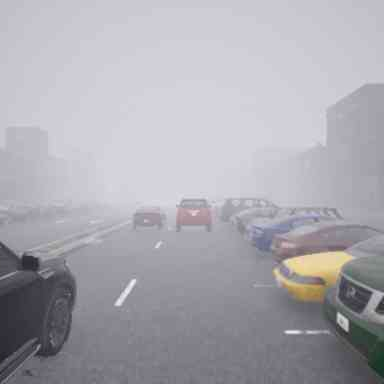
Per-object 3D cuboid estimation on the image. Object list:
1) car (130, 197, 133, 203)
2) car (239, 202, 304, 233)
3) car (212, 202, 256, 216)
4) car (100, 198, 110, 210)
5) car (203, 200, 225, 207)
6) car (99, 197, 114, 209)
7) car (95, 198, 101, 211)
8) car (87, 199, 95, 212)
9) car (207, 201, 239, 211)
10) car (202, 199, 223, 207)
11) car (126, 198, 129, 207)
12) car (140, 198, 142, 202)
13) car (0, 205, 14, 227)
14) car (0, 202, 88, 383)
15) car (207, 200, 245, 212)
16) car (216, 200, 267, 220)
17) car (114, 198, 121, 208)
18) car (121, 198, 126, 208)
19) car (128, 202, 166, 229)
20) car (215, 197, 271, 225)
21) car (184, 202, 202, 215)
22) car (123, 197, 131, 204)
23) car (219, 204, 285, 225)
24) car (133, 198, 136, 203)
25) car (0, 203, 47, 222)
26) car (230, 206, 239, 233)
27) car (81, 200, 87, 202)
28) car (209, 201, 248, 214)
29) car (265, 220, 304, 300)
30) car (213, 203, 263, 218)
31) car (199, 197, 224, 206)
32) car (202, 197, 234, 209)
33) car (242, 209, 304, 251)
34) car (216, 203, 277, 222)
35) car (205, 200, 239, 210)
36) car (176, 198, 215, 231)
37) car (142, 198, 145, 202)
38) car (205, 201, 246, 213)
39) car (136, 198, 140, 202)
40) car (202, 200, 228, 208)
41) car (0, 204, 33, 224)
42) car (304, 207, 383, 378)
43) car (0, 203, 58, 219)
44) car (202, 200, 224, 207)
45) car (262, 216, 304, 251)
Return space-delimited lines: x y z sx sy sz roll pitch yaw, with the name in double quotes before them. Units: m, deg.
"car" -15.674 2.447 71.195 4.792 1.488 2.163 0 -1 0
"car" 4.677 1.466 15.116 4.553 1.767 2.185 0 -1 0
"car" 4.652 1.904 37.206 4.674 1.452 2.002 0 -1 0
"car" -15.687 2.126 51.619 4.674 1.452 2.002 0 -1 0
"car" 4.622 2.455 70.255 4.674 1.452 2.002 0 -1 0
"car" -15.716 2.006 54.492 4.553 1.767 2.185 0 -1 0
"car" -15.710 2.001 46.064 4.892 1.521 2.231 0 -1 0
"car" -15.738 1.988 43.284 4.792 1.488 2.163 0 -1 0
"car" 4.683 2.101 50.959 4.792 1.488 2.163 0 -1 0
"car" 4.584 2.395 75.773 4.553 1.767 2.185 0 -1 0
"car" -15.628 2.349 65.638 4.792 1.488 2.163 0 -1 0
"car" -15.632 2.615 82.304 4.892 1.521 2.231 0 -1 0
"car" -15.725 1.722 23.833 4.792 1.488 2.163 0 -1 0
"car" -2.899 1.229 2.907 2.150 2.045 5.566 0 0 0
"car" 4.844 2.024 48.203 5.366 1.575 1.946 0 -1 0
"car" 4.621 1.663 31.658 4.553 1.767 2.185 0 -1 0
"car" -15.705 1.926 57.306 5.566 2.045 2.435 0 -1 0
"car" -15.635 2.300 62.861 4.792 1.488 2.163 0 -1 0
"car" -2.891 1.683 23.331 1.882 1.535 5.008 0 -1 0
"car" 4.678 1.435 23.389 5.566 2.045 2.435 0 -1 0
"car" 0.116 1.983 39.726 1.994 1.385 4.181 0 -1 0
"car" -15.837 2.365 68.418 5.366 1.575 1.946 0 -1 0
"car" 4.621 1.748 26.144 4.792 1.488 2.163 0 -1 0
"car" -15.644 2.465 73.850 5.008 1.535 2.097 0 -1 0
"car" -15.735 1.765 29.391 4.892 1.521 2.231 0 -1 0
"car" 4.676 1.652 17.871 4.792 1.488 2.163 0 -1 0
"car" -15.713 1.958 40.505 4.674 1.452 2.002 0 -1 0
"car" 4.628 1.972 42.683 4.792 1.488 2.163 0 -1 0
"car" 4.457 1.506 6.845 5.366 1.575 1.946 0 -1 0
"car" 4.683 1.854 34.412 4.792 1.488 2.163 0 -1 0
"car" 4.583 2.321 78.532 5.566 2.045 2.435 0 -1 0
"car" 4.613 1.960 59.233 5.566 2.045 2.435 0 -1 0
"car" 4.640 1.560 12.357 5.008 1.535 2.097 0 -1 0
"car" 4.646 1.753 28.900 5.008 1.535 2.097 0 -1 0
"car" 4.835 2.113 53.718 5.366 1.575 1.946 0 -1 0
"car" 0.109 1.411 22.006 2.150 2.045 5.566 0 -1 0
"car" -15.612 2.411 85.087 5.566 2.045 2.435 0 -1 0
"car" 4.473 1.982 45.441 5.366 1.575 1.946 0 -1 0
"car" -15.641 2.565 79.525 5.008 1.535 2.097 0 -1 0
"car" 4.623 2.362 67.499 5.008 1.535 2.097 0 -1 0
"car" -15.753 1.727 26.612 5.008 1.535 2.097 0 -1 0
"car" 4.614 1.243 4.094 5.566 2.045 2.435 0 0 0
"car" -15.764 1.830 32.169 4.792 1.488 2.163 0 -1 0
"car" 4.617 2.510 73.142 4.674 1.452 2.002 0 -1 0
"car" 4.641 1.574 9.602 4.674 1.452 2.002 0 -1 0
